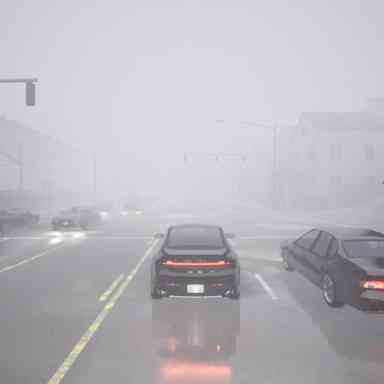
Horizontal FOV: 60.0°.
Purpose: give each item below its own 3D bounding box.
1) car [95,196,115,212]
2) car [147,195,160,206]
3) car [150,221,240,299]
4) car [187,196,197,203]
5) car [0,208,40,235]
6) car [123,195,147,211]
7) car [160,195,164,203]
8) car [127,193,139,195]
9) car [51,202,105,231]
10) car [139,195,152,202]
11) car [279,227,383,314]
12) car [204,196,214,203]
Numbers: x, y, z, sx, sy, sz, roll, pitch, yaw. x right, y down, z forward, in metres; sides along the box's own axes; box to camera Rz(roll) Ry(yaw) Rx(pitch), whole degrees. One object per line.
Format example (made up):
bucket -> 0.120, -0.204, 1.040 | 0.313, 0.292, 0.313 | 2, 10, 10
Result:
car -> -10.590, 1.526, 39.425 | 1.812, 1.442, 4.674 | 0, 0, 0
car -> -7.070, 1.477, 55.931 | 1.882, 1.535, 5.008 | 0, 0, 0
car -> 0.078, 1.505, 8.448 | 1.837, 1.490, 4.892 | 0, 0, 0
car -> 0.019, 1.547, 69.214 | 2.033, 1.411, 5.357 | 0, 0, 0
car -> -10.595, 1.601, 18.975 | 1.895, 1.301, 4.718 | 0, 0, 0
car -> -7.089, 1.505, 40.377 | 1.837, 1.490, 4.892 | 0, 0, 0
car -> -6.981, 1.500, 71.292 | 1.837, 1.490, 4.892 | 0, 0, 0
car -> -10.558, 1.222, 59.104 | 2.150, 2.045, 5.566 | 0, 0, 0
car -> -7.094, 1.564, 20.648 | 1.994, 1.385, 4.181 | 0, 0, 0
car -> -10.480, 1.519, 75.116 | 2.033, 1.411, 5.357 | 0, 0, 0
car -> 3.577, 1.547, 7.871 | 2.033, 1.411, 5.357 | 0, 0, 0
car -> 3.517, 1.545, 69.213 | 2.033, 1.411, 5.357 | 0, 0, 0
